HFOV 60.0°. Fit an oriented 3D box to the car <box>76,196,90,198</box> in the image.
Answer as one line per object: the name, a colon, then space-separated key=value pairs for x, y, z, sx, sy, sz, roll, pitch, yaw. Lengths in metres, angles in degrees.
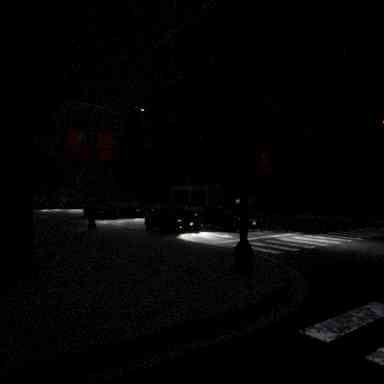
car: x=-19.134 y=1.820 z=56.681 sx=1.895 sy=1.301 sz=4.718 roll=0 pitch=0 yaw=-36

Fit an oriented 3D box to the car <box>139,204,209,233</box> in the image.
car: x=-1.192 y=1.618 z=20.247 sx=1.994 sy=1.385 sz=4.181 roll=0 pitch=0 yaw=-36

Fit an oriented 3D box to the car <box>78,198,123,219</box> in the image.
car: x=-8.368 y=1.580 z=30.234 sx=1.882 sy=1.535 sz=5.008 roll=0 pitch=0 yaw=-36

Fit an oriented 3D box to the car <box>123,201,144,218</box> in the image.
car: x=-5.353 y=1.632 z=31.606 sx=1.812 sy=1.442 sz=4.674 roll=0 pitch=0 yaw=-36

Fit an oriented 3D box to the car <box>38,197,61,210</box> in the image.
car: x=-20.500 y=1.688 z=47.250 sx=1.837 sy=1.490 sz=4.892 roll=0 pitch=-1 yaw=-35

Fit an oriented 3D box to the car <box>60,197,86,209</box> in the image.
car: x=-17.308 y=1.785 z=48.366 sx=1.895 sy=1.301 sz=4.718 roll=0 pitch=0 yaw=-35

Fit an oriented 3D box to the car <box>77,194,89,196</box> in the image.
car: x=-21.928 y=1.476 z=66.133 sx=2.150 sy=2.045 sz=5.566 roll=0 pitch=0 yaw=-36

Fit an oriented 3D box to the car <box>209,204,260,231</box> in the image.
car: x=2.146 y=1.548 z=21.197 sx=2.128 sy=1.511 sz=4.902 roll=0 pitch=0 yaw=-36
